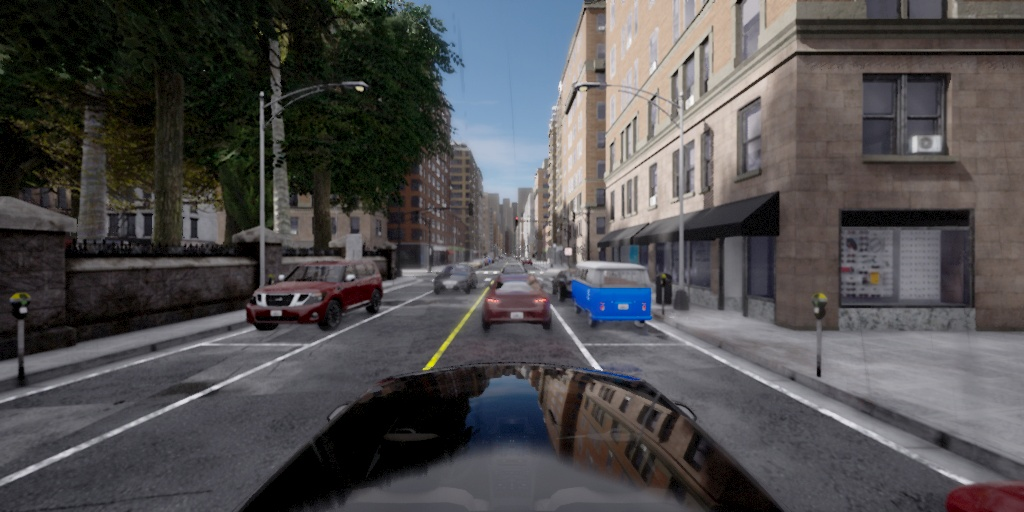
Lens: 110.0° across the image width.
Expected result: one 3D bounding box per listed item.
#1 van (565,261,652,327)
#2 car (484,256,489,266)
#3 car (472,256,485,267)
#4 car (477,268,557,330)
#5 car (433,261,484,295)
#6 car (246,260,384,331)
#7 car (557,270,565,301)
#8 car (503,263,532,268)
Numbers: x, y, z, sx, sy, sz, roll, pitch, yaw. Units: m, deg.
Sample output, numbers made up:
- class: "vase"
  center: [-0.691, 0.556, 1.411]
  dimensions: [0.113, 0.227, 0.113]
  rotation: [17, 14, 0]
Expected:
- class: "van"
  center: [2.883, 1.074, 11.122]
  dimensions: [1.690, 1.789, 3.998]
  rotation: [0, 0, 0]
- class: "car"
  center: [-5.503, 1.172, 60.245]
  dimensions: [2.007, 1.370, 4.403]
  rotation: [0, 0, 0]
- class: "car"
  center: [-5.519, 1.158, 54.625]
  dimensions: [1.751, 1.417, 4.829]
  rotation: [0, 0, 0]
- class: "car"
  center: [0.132, 1.259, 10.920]
  dimensions: [1.812, 1.442, 4.674]
  rotation: [0, 0, 0]
- class: "car"
  center: [-2.968, 1.208, 19.621]
  dimensions: [2.128, 1.511, 4.902]
  rotation: [0, 0, 1]
- class: "car"
  center: [-5.642, 1.048, 11.106]
  dimensions: [2.192, 1.841, 5.009]
  rotation: [0, 0, 0]
- class: "car"
  center: [2.899, 1.288, 16.782]
  dimensions: [1.948, 1.339, 4.313]
  rotation: [0, 0, 0]
- class: "car"
  center: [0.136, 1.309, 22.985]
  dimensions: [1.895, 1.301, 4.718]
  rotation: [0, 0, -1]
